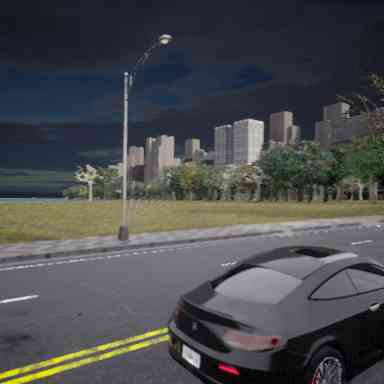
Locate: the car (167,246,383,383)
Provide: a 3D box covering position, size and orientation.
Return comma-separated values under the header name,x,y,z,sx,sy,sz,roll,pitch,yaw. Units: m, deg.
name,x,y,z,sx,sy,sz,roll,pitch,yaw
car,1.863,1.527,4.776,4.674,1.442,1.812,0,0,-36
